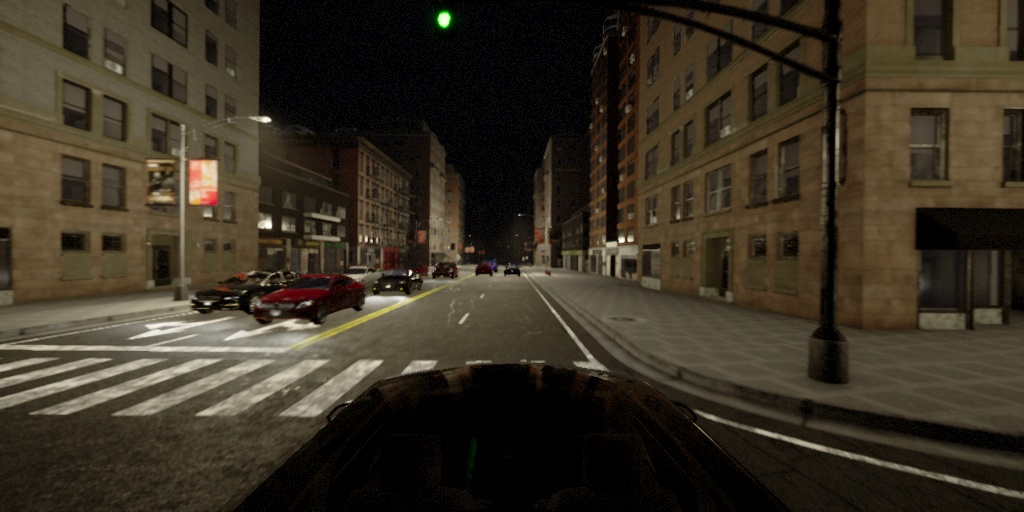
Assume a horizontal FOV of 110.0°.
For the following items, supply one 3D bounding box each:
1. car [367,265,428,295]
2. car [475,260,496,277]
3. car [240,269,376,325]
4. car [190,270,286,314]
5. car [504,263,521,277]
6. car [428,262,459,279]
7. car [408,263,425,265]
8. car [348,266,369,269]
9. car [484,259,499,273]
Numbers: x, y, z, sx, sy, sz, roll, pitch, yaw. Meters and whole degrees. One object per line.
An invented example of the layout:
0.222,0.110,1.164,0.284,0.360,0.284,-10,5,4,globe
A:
-6.576,1.447,21.061,1.994,1.385,4.181,1,0,1,car
-3.225,1.568,42.217,1.882,1.535,5.008,1,-1,0,car
-6.582,1.344,12.320,1.812,1.442,4.674,1,0,0,car
-9.831,1.304,14.000,1.837,1.490,4.892,1,0,0,car
0.025,1.689,42.597,1.994,1.385,4.181,1,-1,0,car
-6.568,1.356,35.555,2.097,1.767,4.553,1,-1,-1,car
-9.811,1.456,36.525,1.882,1.535,5.008,1,0,0,car
-9.827,1.393,23.132,1.812,1.442,4.674,1,0,0,car
-3.218,1.406,52.680,2.150,2.045,5.566,1,-1,0,car
